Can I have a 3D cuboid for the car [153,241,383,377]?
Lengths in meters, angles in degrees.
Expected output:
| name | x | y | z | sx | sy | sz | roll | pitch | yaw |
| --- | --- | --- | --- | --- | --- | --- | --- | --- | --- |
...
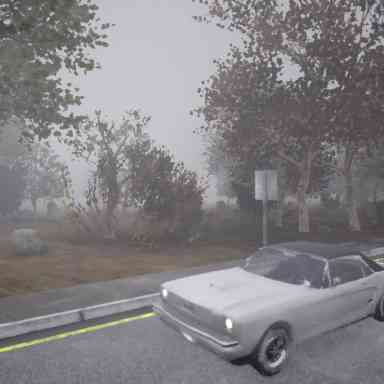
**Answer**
| name | x | y | z | sx | sy | sz | roll | pitch | yaw |
| --- | --- | --- | --- | --- | --- | --- | --- | --- | --- |
| car | 1.756 | 1.601 | 5.662 | 4.718 | 1.301 | 1.895 | 0 | 0 | -35 |
